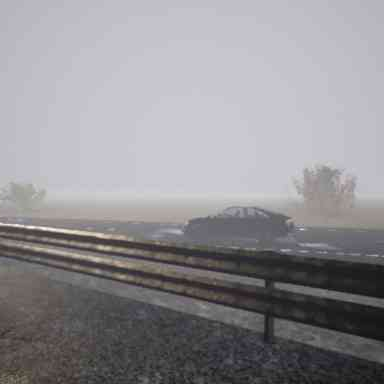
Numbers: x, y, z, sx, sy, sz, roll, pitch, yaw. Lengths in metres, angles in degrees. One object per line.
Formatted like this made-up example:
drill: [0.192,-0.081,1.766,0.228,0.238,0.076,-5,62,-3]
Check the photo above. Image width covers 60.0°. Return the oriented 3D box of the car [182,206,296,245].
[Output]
car: [1.962,1.362,14.506,4.902,1.511,2.128,0,0,21]
